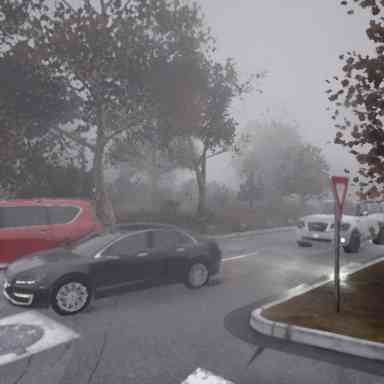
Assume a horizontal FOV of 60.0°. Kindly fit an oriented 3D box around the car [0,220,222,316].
[{"bbox_3d":[-1.503,1.511,7.628,4.892,1.490,1.837,1,0,-36],"label":"car"}]

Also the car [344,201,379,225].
[{"bbox_3d":[14.244,1.675,27.779,2.097,1.767,4.553,0,-1,33],"label":"car"}]

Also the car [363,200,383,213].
[{"bbox_3d":[24.822,1.906,44.827,1.882,1.535,5.008,0,0,10],"label":"car"}]

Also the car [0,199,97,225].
[{"bbox_3d":[-5.059,1.214,8.467,5.566,2.045,2.150,0,1,-33],"label":"car"}]

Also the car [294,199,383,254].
[{"bbox_3d":[6.598,1.315,14.432,5.566,2.045,2.150,1,0,-45],"label":"car"}]

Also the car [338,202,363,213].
[{"bbox_3d":[21.715,2.065,45.807,1.895,1.301,4.718,0,0,10],"label":"car"}]
